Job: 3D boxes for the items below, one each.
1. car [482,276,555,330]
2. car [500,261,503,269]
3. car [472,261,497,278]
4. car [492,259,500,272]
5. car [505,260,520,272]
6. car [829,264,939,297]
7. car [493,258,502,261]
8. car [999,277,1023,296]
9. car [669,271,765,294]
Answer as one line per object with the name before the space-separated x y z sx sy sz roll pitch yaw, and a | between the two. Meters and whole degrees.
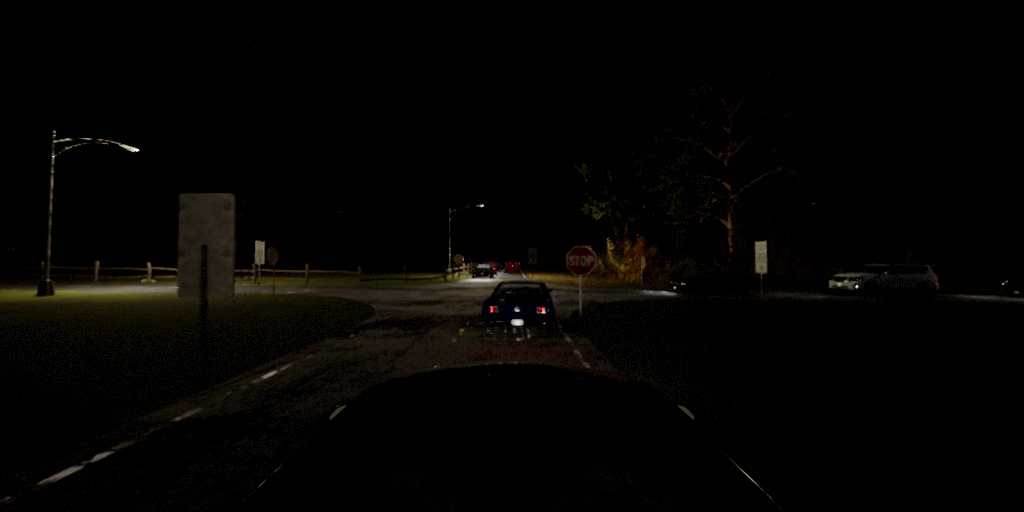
car | 0.348 1.407 11.315 1.895 1.301 4.718 0 0 5
car | -2.853 1.685 54.374 1.895 1.301 4.718 0 0 0
car | -2.859 1.526 36.304 1.994 1.385 4.181 0 0 0
car | -2.855 1.498 45.028 1.882 1.535 5.008 0 0 0
car | 0.081 1.423 52.451 2.097 1.767 4.553 0 0 0
car | 23.635 1.490 22.892 5.566 2.045 2.150 1 -1 0
car | -2.782 1.385 65.401 2.150 2.045 5.566 0 0 0
car | 34.508 1.784 22.952 4.553 1.767 2.097 1 -1 0
car | 12.973 1.657 22.783 5.357 1.411 2.033 1 -1 -2
